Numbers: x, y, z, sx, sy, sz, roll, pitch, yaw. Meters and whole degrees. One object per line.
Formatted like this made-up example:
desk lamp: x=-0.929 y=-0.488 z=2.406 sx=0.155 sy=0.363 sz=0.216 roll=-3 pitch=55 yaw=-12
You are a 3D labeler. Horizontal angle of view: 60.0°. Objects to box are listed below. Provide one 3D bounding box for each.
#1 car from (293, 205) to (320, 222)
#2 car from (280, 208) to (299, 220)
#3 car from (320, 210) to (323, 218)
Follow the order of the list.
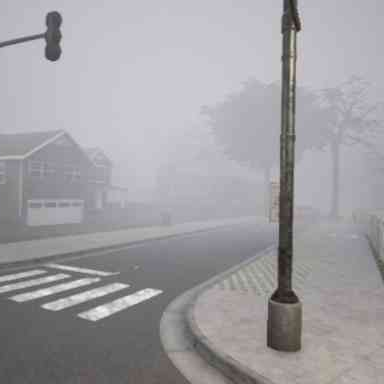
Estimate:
car: x=14.219 y=2.596 z=41.352 sx=2.150 sy=2.045 sz=5.566 roll=1 pitch=-1 yaw=26
car: x=13.791 y=3.043 z=46.912 sx=1.994 sy=1.385 sz=4.181 roll=1 pitch=-1 yaw=26
car: x=18.818 y=3.264 z=51.001 sx=1.994 sy=1.385 sz=4.181 roll=1 pitch=-1 yaw=26
